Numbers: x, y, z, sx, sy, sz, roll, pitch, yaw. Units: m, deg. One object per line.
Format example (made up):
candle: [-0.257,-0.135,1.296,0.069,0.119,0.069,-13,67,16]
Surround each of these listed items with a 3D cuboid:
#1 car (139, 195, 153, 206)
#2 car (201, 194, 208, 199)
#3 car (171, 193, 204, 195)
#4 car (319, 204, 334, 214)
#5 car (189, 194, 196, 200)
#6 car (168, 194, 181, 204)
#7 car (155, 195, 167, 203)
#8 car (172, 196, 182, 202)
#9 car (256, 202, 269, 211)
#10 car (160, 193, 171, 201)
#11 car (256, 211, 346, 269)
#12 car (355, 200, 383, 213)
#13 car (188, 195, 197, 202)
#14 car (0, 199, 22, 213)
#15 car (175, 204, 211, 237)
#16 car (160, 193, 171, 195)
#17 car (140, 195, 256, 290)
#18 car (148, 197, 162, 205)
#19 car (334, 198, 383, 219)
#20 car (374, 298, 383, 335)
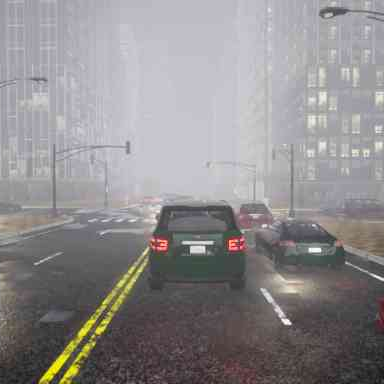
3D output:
car: [-6.543,1.316,49.968,2.097,1.767,4.553,0,0,1]
car: [3.397,1.216,91.648,1.882,1.535,5.008,0,0,0]
car: [-0.521,1.283,42.824,2.097,1.767,4.553,0,-1,20]
car: [16.780,1.660,36.197,5.357,1.411,2.033,0,1,1]
car: [0.146,1.430,91.656,1.812,1.442,4.674,0,0,0]
car: [-3.216,1.302,61.563,2.097,1.767,4.553,0,0,0]
car: [-6.390,1.418,69.212,1.882,1.535,5.008,0,0,0]
car: [-3.137,1.532,71.616,1.895,1.301,4.718,0,0,0]
car: [3.381,1.341,19.740,2.097,1.767,4.553,0,0,0]
car: [-6.373,1.151,79.782,2.150,2.045,5.566,0,0,0]
car: [3.368,1.558,11.127,1.994,1.385,4.181,0,0,0]
car: [21.871,1.641,38.698,4.829,1.417,1.752,1,0,1]
car: [0.122,1.457,74.740,1.812,1.442,4.674,0,0,0]
car: [-19.587,1.404,33.657,4.181,1.385,1.994,1,1,1]
car: [0.127,1.515,18.880,1.812,1.442,4.674,0,0,2]
car: [-3.281,1.183,51.752,2.150,2.045,5.566,0,0,-1]
car: [0.116,1.217,9.198,2.150,2.045,5.566,0,0,0]
car: [-6.478,1.554,58.958,1.895,1.301,4.718,0,0,0]
car: [16.249,1.517,30.421,5.009,1.841,2.192,1,0,1]
car: [3.354,1.600,2.302,1.895,1.301,4.718,0,0,0]
